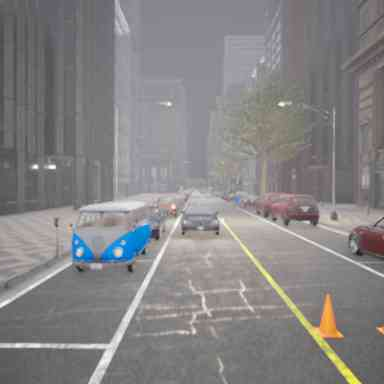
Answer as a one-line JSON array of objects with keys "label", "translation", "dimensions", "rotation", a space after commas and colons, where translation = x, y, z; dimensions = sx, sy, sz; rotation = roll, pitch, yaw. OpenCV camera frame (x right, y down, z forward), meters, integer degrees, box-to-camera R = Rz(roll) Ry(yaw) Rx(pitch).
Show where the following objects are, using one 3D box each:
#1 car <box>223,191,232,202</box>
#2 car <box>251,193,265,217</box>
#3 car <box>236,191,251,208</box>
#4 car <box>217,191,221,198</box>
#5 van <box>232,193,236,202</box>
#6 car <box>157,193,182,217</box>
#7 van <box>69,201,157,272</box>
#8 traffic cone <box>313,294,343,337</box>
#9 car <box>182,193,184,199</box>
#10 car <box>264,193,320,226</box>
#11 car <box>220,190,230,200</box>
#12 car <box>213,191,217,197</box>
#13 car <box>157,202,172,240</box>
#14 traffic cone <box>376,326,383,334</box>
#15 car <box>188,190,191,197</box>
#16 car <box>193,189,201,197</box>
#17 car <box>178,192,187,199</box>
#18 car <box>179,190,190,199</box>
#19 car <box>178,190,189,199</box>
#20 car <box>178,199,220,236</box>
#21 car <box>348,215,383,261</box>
[{"label": "car", "translation": [6.705, 0.952, 54.942], "dimensions": [1.802, 1.307, 4.206], "rotation": [0, 1, 1]}, {"label": "car", "translation": [6.450, 1.008, 26.743], "dimensions": [2.192, 1.841, 5.009], "rotation": [0, 1, 1]}, {"label": "car", "translation": [6.552, 1.002, 38.023], "dimensions": [1.967, 1.590, 4.097], "rotation": [0, 1, 1]}, {"label": "car", "translation": [6.809, 0.575, 66.216], "dimensions": [2.192, 1.841, 5.009], "rotation": [0, 1, 1]}, {"label": "van", "translation": [6.604, 0.837, 43.661], "dimensions": [1.690, 1.788, 3.998], "rotation": [0, 1, 1]}, {"label": "car", "translation": [-2.076, 1.092, 26.836], "dimensions": [1.967, 1.590, 4.097], "rotation": [0, 1, 1]}, {"label": "van", "translation": [-2.228, 1.198, 9.920], "dimensions": [1.690, 1.788, 3.998], "rotation": [0, 1, 1]}, {"label": "traffic cone", "translation": [2.116, 1.894, 5.176], "dimensions": [0.340, 0.580, 0.340], "rotation": [0, 1, 1]}, {"label": "car", "translation": [-2.025, 1.131, 32.476], "dimensions": [1.887, 1.381, 4.507], "rotation": [0, 1, 1]}, {"label": "car", "translation": [6.398, 1.074, 21.105], "dimensions": [2.192, 1.841, 5.009], "rotation": [0, 1, 1]}, {"label": "car", "translation": [6.756, 0.880, 60.579], "dimensions": [1.947, 1.339, 4.313], "rotation": [0, 1, 1]}, {"label": "car", "translation": [6.962, 0.664, 83.136], "dimensions": [1.947, 1.339, 4.313], "rotation": [0, 1, 1]}, {"label": "car", "translation": [-2.179, 1.352, 15.561], "dimensions": [1.947, 1.339, 4.313], "rotation": [0, 1, 1]}, {"label": "traffic cone", "translation": [3.116, 1.899, 5.167], "dimensions": [0.340, 0.580, 0.340], "rotation": [0, 1, 1]}, {"label": "car", "translation": [-1.768, 0.588, 60.664], "dimensions": [2.192, 1.841, 5.009], "rotation": [0, 1, 1]}, {"label": "car", "translation": [1.142, 0.255, 86.979], "dimensions": [2.150, 2.045, 5.566], "rotation": [0, 0, 1]}, {"label": "car", "translation": [-1.922, 1.037, 43.753], "dimensions": [1.802, 1.307, 4.206], "rotation": [0, 1, 1]}, {"label": "car", "translation": [-1.665, 0.480, 71.941], "dimensions": [2.192, 1.841, 5.009], "rotation": [0, 1, 1]}, {"label": "car", "translation": [-1.821, 0.857, 54.859], "dimensions": [1.752, 1.417, 4.829], "rotation": [0, 1, 1]}, {"label": "car", "translation": [0.406, 1.305, 17.085], "dimensions": [1.812, 1.442, 4.674], "rotation": [0, 1, 1]}, {"label": "car", "translation": [6.295, 1.338, 9.828], "dimensions": [1.967, 1.590, 4.097], "rotation": [0, 1, 1]}]
